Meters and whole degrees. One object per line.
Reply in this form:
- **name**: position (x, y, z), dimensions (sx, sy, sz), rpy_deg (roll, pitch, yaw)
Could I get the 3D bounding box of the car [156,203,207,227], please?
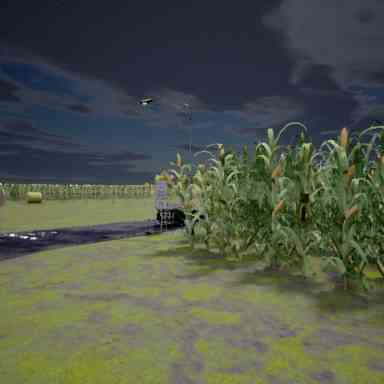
- **car**: position (-0.524, 1.562, 23.963), dimensions (2.128, 1.511, 4.902), rpy_deg (1, 0, 34)
